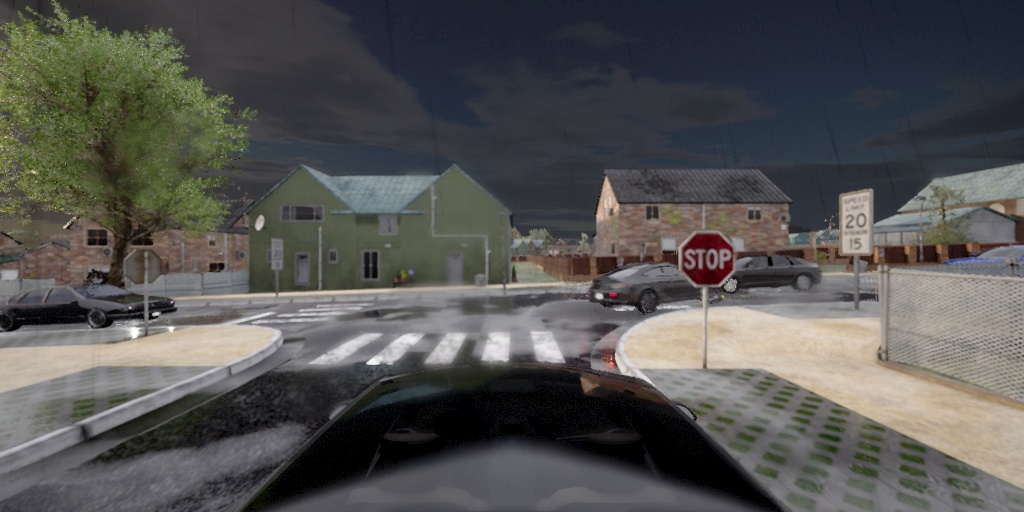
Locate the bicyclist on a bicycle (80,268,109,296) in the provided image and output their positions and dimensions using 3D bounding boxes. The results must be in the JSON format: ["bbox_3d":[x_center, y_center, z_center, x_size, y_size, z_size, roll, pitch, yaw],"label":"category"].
[{"bbox_3d":[-20.828,1.403,18.072,0.582,1.620,1.656,0,3,0],"label":"bicyclist on a bicycle"}]

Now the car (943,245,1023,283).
[{"bbox_3d":[20.985,0.286,14.854,5.008,1.535,1.882,-2,0,0],"label":"car"}]

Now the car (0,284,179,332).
[{"bbox_3d":[-14.732,1.674,12.195,5.357,1.411,2.033,-2,0,0],"label":"car"}]

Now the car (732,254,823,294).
[{"bbox_3d":[10.037,0.708,14.944,4.892,1.490,1.837,-2,0,1],"label":"car"}]

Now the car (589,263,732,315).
[{"bbox_3d":[4.682,0.935,11.699,4.674,1.442,1.812,-3,-1,-26],"label":"car"}]
